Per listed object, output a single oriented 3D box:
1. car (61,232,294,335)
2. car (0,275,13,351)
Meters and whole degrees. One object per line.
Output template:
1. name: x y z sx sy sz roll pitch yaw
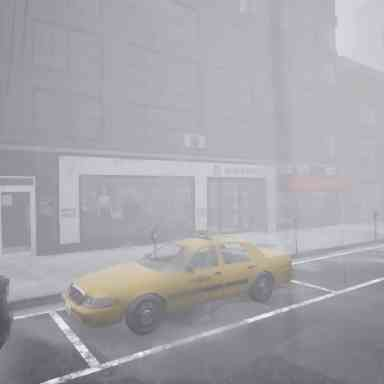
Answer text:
1. car: 0.004 1.524 6.660 4.829 1.417 1.752 0 -1 -35
2. car: -4.343 1.566 3.566 4.313 1.339 1.947 0 -1 -35
